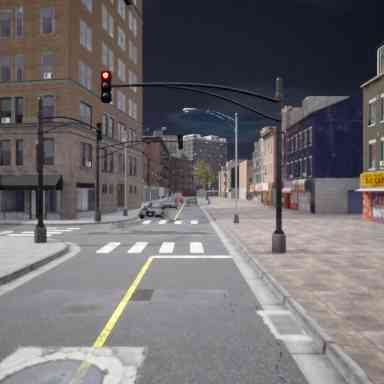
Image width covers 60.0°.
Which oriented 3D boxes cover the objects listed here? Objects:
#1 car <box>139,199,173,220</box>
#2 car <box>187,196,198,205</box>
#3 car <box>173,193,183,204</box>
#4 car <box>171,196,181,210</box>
[{"bbox_3d":[-3.095,1.568,28.091,1.994,1.385,4.181,0,0,5],"label":"car"},{"bbox_3d":[0.026,1.510,59.308,2.128,1.511,4.902,0,0,0],"label":"car"},{"bbox_3d":[-2.854,1.248,64.950,2.150,2.045,5.566,0,-1,0],"label":"car"},{"bbox_3d":[-2.899,1.572,43.388,1.994,1.385,4.181,0,0,0],"label":"car"}]
